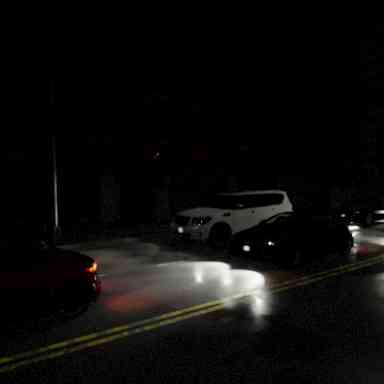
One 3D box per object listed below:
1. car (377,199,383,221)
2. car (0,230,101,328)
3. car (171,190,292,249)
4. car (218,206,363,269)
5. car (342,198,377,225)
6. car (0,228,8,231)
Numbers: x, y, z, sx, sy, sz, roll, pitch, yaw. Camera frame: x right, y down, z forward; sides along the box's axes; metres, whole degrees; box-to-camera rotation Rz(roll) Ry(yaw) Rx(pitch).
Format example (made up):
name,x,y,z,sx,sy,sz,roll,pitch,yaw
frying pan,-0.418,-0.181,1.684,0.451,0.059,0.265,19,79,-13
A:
name,x,y,z,sx,sy,sz,roll,pitch,yaw
car,11.762,0.726,16.341,5.566,2.045,2.150,-2,1,-34
car,-3.736,1.555,5.636,4.181,1.385,1.994,-2,1,-37
car,1.854,0.970,13.776,5.566,2.045,2.150,-2,1,-34
car,3.162,1.338,10.412,4.181,1.385,1.994,-2,1,-34
car,9.943,1.059,19.324,4.181,1.385,1.994,-2,1,-34
car,-5.948,1.558,8.371,4.181,1.385,1.994,-2,1,-35
